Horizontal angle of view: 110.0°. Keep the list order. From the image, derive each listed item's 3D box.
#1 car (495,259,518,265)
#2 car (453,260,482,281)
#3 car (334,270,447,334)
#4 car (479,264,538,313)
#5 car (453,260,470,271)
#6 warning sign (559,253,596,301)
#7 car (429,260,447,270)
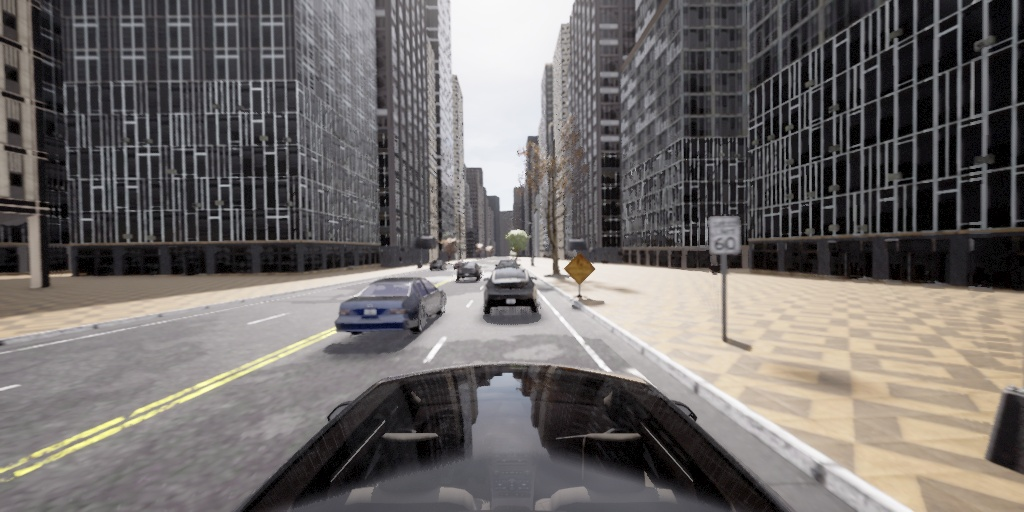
[{"bbox_3d":[-0.313,1.053,29.212,2.097,1.767,4.553,-1,0,-1],"label":"car"},{"bbox_3d":[-3.577,1.279,30.457,1.812,1.442,4.674,-1,0,-1],"label":"car"},{"bbox_3d":[-3.285,1.333,10.785,2.033,1.411,5.357,-1,0,0],"label":"car"},{"bbox_3d":[-0.063,1.230,13.872,1.837,1.490,4.892,-1,-1,-1],"label":"car"},{"bbox_3d":[-7.325,1.337,52.328,1.994,1.385,4.181,-1,0,-1],"label":"car"},{"bbox_3d":[2.720,0.796,14.464,1.300,1.860,1.060,0,0,-1],"label":"warning sign"},{"bbox_3d":[-10.564,1.330,51.380,1.837,1.490,4.892,-1,1,-1],"label":"car"}]
